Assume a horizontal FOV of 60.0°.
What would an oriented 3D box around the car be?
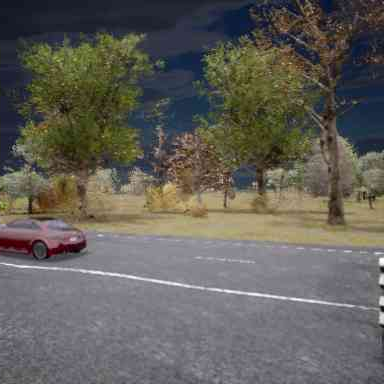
[{"bbox_3d":[-6.101,1.634,12.660,4.181,1.385,1.994,1,-1,22],"label":"car"}]
